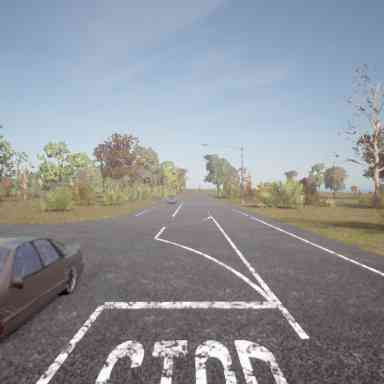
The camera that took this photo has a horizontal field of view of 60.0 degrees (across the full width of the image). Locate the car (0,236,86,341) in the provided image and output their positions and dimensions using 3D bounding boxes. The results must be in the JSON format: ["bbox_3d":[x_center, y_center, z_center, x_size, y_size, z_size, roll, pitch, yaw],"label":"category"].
[{"bbox_3d":[-3.530,1.551,5.959,2.033,1.411,5.357,0,0,0],"label":"car"}]

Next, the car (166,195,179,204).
[{"bbox_3d":[-3.576,1.314,60.844,2.097,1.767,4.553,0,0,0],"label":"car"}]
